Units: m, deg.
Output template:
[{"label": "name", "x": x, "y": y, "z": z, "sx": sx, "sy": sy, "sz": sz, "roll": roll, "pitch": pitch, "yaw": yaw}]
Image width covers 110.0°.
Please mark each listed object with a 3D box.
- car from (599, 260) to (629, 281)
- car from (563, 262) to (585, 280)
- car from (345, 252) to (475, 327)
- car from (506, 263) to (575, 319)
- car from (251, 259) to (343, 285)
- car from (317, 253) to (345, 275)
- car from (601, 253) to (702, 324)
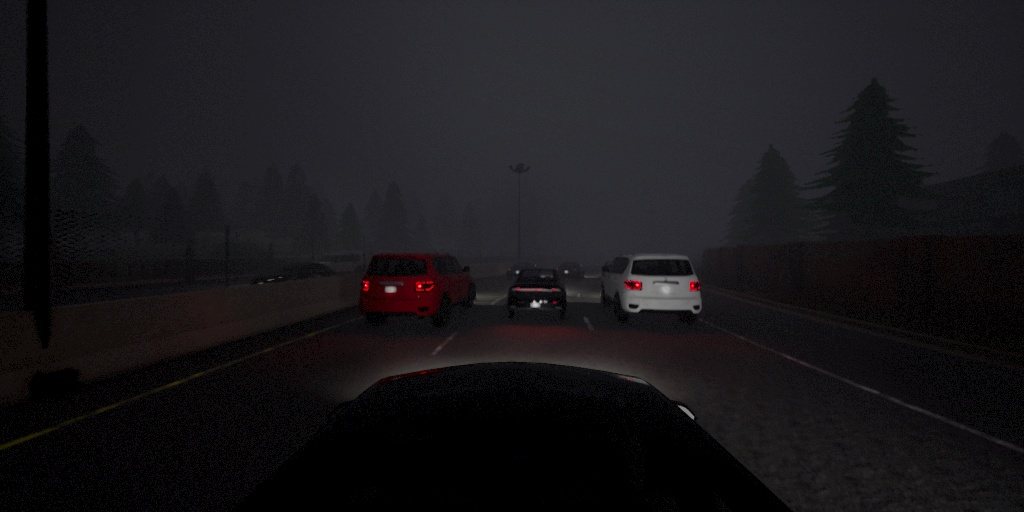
[{"label": "car", "x": 8.428, "y": 1.128, "z": 29.424, "sx": 2.128, "sy": 1.511, "sz": 4.902, "roll": 0, "pitch": 0, "yaw": 19}, {"label": "car", "x": 4.831, "y": 1.186, "z": 29.661, "sx": 1.994, "sy": 1.385, "sz": 4.181, "roll": 0, "pitch": 0, "yaw": 18}, {"label": "car", "x": -2.726, "y": 0.910, "z": 11.554, "sx": 2.150, "sy": 2.045, "sz": 5.566, "roll": 0, "pitch": 0, "yaw": 6}, {"label": "car", "x": 0.978, "y": 1.188, "z": 12.740, "sx": 2.128, "sy": 1.511, "sz": 4.902, "roll": 0, "pitch": 0, "yaw": 7}, {"label": "car", "x": -12.176, "y": 1.113, "z": 20.310, "sx": 1.837, "sy": 1.490, "sz": 4.892, "roll": 0, "pitch": 0, "yaw": 11}, {"label": "car", "x": -13.995, "y": 0.782, "z": 28.350, "sx": 2.150, "sy": 2.045, "sz": 5.566, "roll": 0, "pitch": 0, "yaw": 15}, {"label": "car", "x": 4.367, "y": 0.934, "z": 12.063, "sx": 2.150, "sy": 2.045, "sz": 5.566, "roll": 0, "pitch": 0, "yaw": 7}]
